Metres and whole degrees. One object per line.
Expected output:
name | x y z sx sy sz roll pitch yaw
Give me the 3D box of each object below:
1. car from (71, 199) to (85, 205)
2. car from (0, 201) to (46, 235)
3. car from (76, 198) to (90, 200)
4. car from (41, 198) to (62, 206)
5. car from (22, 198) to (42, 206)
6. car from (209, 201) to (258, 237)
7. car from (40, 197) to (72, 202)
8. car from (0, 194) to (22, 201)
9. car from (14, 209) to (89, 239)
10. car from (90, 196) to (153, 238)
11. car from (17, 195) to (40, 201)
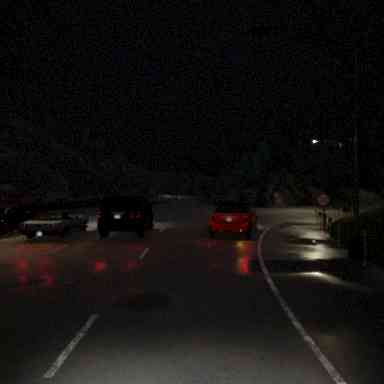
car | -28.008 2.452 82.078 1.837 1.490 4.892 0 -2 0
car | -10.401 1.487 18.644 2.128 1.511 4.902 0 0 0
car | -21.007 1.992 67.063 2.033 1.411 5.357 0 -2 0
car | -28.007 1.962 66.604 2.128 1.511 4.902 0 -2 0
car | -31.507 1.931 65.684 1.812 1.442 4.674 0 -2 0
car | 2.376 1.346 18.146 2.097 1.767 4.553 0 0 16
car | -21.073 1.552 51.666 2.128 1.511 4.902 0 -1 1
car | -28.069 1.269 51.107 2.150 2.045 5.566 0 -1 1
car | -6.906 1.594 17.269 1.895 1.301 4.718 0 0 0
car | -3.398 1.207 17.804 2.150 2.045 5.566 0 0 0
car | -24.574 1.579 51.368 1.812 1.442 4.674 0 -1 0
